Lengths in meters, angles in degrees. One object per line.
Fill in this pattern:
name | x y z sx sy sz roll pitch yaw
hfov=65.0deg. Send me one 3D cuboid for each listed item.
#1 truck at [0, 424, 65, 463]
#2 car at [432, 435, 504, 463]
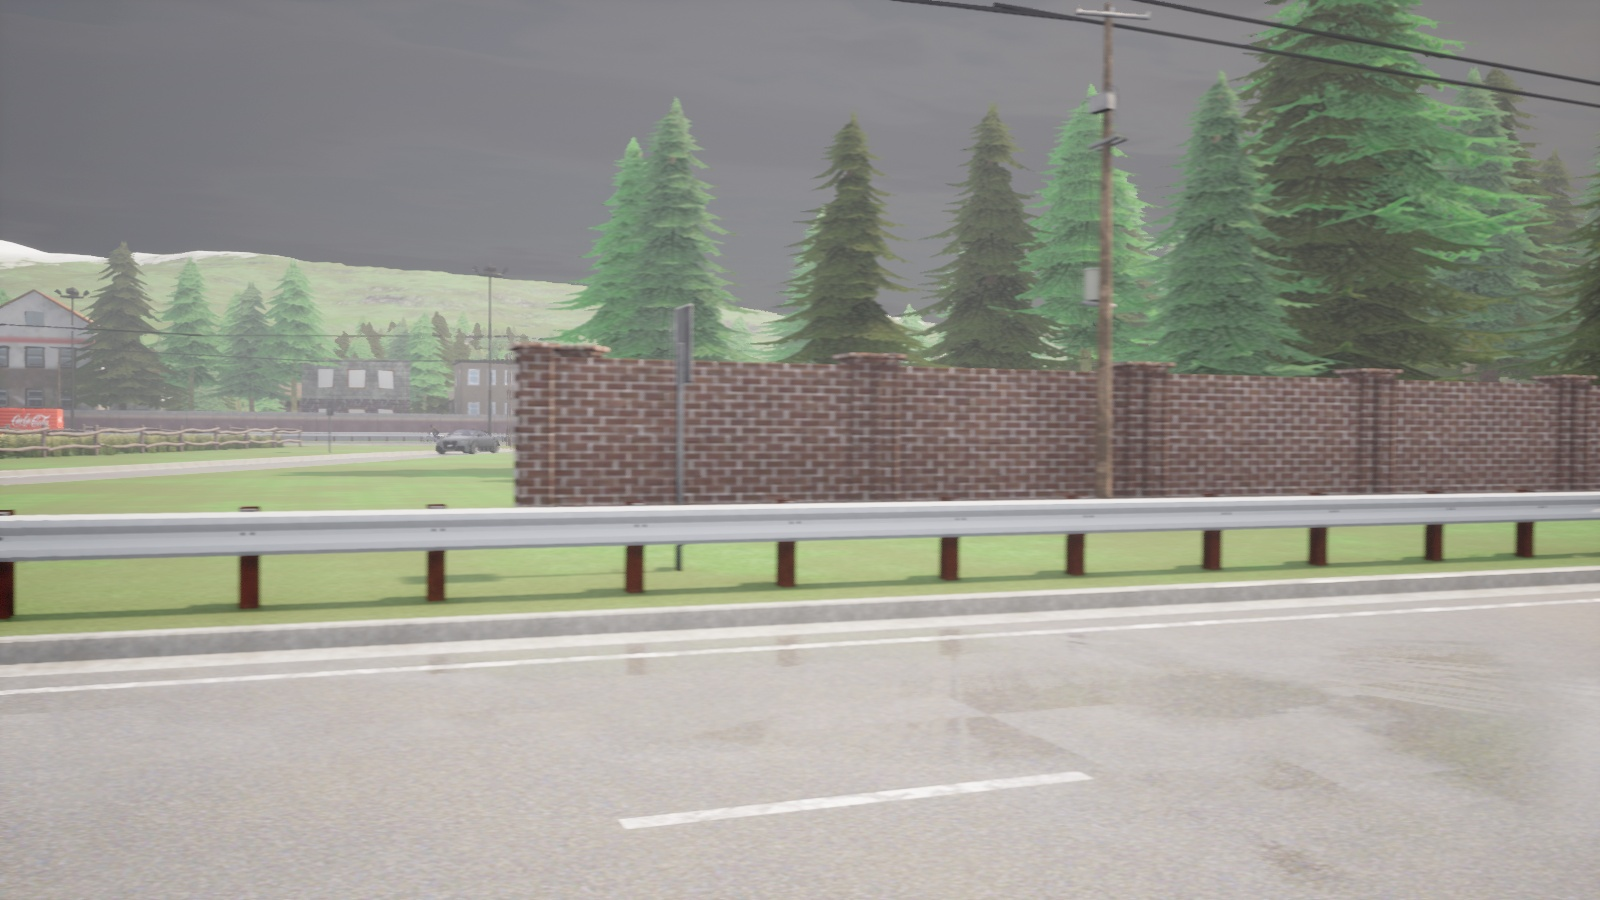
truck | -51.794 -0.421 82.896 5.204 2.467 2.627 -1 1 -21
car | -17.580 -0.058 66.690 1.994 1.385 4.181 -1 1 12
